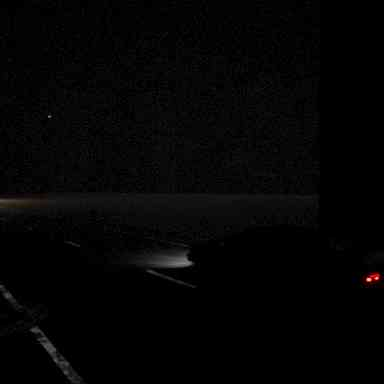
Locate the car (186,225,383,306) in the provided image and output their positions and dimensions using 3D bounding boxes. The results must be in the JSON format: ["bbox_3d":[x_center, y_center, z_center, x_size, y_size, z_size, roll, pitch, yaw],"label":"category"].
[{"bbox_3d":[2.118,1.536,8.145,2.033,1.411,5.357,0,0,-39],"label":"car"}]
